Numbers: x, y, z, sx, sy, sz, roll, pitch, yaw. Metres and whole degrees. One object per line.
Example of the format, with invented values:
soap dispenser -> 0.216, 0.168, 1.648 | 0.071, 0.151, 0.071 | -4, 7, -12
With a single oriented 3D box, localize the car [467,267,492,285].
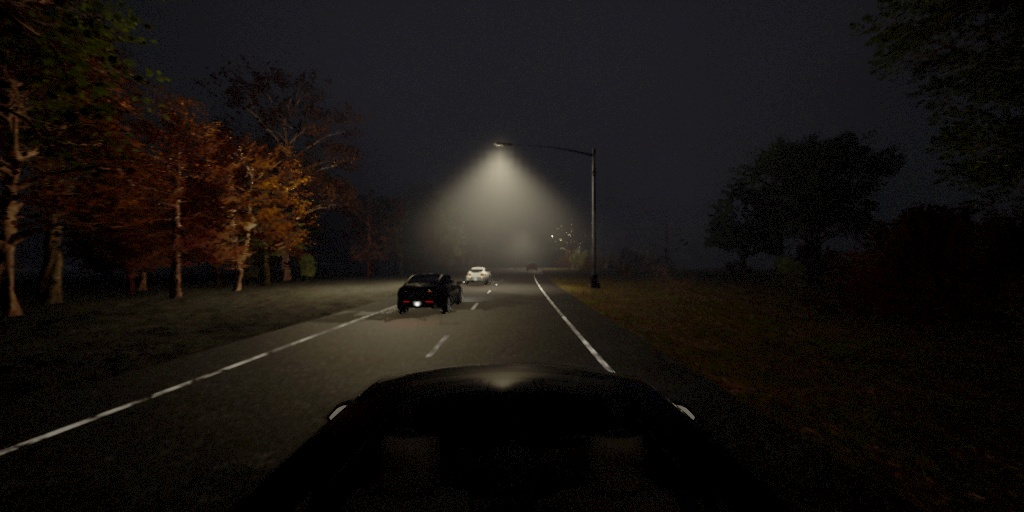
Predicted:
car -> -2.882, 1.714, 31.386 | 1.812, 1.442, 4.674 | 0, -1, 2

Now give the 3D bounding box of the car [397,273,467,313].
car -> -3.280, 1.450, 14.976 | 1.837, 1.490, 4.892 | 0, -1, 1
